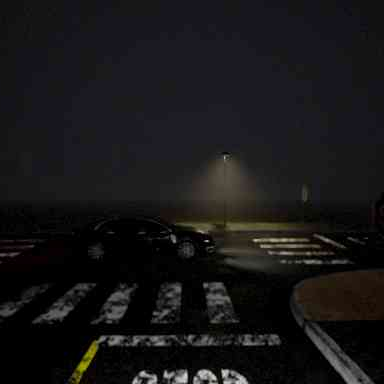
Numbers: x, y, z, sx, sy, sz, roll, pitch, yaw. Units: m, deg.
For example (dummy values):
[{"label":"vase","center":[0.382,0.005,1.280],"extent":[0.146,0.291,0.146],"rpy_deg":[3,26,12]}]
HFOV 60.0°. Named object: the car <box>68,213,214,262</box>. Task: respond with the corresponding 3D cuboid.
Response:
[{"label":"car","center":[-1.693,1.511,11.492],"extent":[4.892,1.490,1.837],"rpy_deg":[0,1,-2]}]
